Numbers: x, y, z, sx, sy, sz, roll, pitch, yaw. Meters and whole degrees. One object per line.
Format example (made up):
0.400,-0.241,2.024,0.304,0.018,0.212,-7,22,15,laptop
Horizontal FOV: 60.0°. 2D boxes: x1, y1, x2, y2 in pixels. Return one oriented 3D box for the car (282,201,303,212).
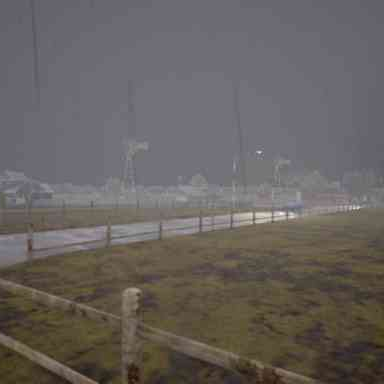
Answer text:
14.916,2.122,49.248,1.882,1.535,5.008,1,0,36,car
